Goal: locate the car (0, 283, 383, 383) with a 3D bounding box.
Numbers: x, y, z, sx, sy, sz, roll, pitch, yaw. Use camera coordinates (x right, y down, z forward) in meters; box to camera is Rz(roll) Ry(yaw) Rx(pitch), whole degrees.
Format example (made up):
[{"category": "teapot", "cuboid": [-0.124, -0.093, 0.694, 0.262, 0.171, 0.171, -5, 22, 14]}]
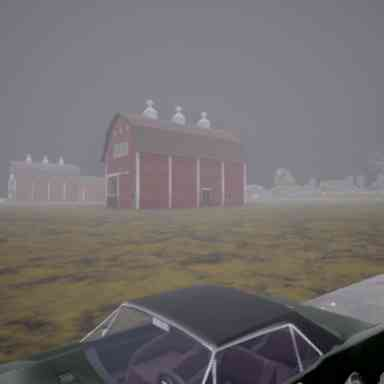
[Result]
[{"category": "car", "cuboid": [-0.154, 1.681, 2.914, 4.718, 1.301, 1.895, 0, -2, -38]}]
